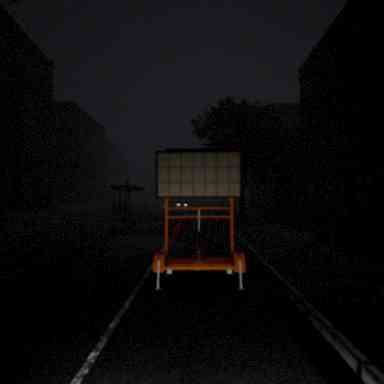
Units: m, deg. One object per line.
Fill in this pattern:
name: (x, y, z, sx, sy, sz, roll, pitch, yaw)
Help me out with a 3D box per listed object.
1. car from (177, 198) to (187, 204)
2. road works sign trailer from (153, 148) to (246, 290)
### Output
car: (-2.096, 1.829, 71.458, 1.812, 1.442, 4.674, 0, 0, 1)
road works sign trailer: (0.199, 0.576, 9.410, 2.380, 3.560, 2.880, 0, -1, 1)
